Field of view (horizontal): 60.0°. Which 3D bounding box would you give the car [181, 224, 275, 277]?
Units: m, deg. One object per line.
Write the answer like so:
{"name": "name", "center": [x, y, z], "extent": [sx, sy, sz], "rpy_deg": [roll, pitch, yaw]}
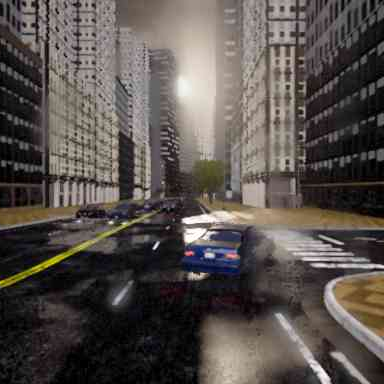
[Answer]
{"name": "car", "center": [1.424, 1.759, 10.999], "extent": [2.033, 1.411, 5.357], "rpy_deg": [0, -1, 23]}

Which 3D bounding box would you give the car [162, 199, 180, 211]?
{"name": "car", "center": [-3.158, 2.046, 47.527], "extent": [1.895, 1.301, 4.718], "rpy_deg": [0, -1, 0]}

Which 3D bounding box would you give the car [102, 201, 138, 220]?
{"name": "car", "center": [-6.603, 1.845, 31.787], "extent": [2.033, 1.411, 5.357], "rpy_deg": [0, -1, 0]}

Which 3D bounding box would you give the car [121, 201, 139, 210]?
{"name": "car", "center": [-9.813, 2.094, 52.727], "extent": [1.895, 1.301, 4.718], "rpy_deg": [0, -1, 0]}

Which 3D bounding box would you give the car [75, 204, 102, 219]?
{"name": "car", "center": [-9.850, 1.868, 32.548], "extent": [1.994, 1.385, 4.181], "rpy_deg": [0, -1, 0]}

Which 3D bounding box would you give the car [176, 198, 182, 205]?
{"name": "car", "center": [-3.264, 2.187, 73.270], "extent": [1.837, 1.490, 4.892], "rpy_deg": [0, -1, 0]}

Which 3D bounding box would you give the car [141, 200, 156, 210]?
{"name": "car", "center": [-6.575, 1.970, 51.008], "extent": [2.128, 1.511, 4.902], "rpy_deg": [0, -1, 0]}
